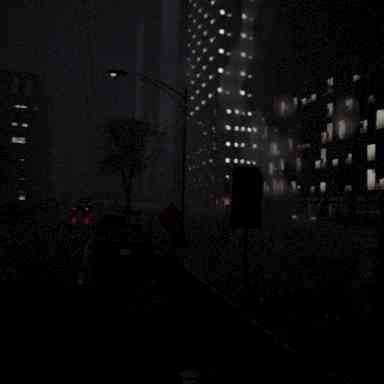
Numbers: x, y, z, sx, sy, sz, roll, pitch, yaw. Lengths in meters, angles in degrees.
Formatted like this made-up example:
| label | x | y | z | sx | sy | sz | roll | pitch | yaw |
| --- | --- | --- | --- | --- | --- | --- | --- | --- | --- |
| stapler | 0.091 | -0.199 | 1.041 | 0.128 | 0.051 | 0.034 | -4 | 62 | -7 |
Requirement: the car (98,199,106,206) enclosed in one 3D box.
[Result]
| label | x | y | z | sx | sy | sz | roll | pitch | yaw |
| --- | --- | --- | --- | --- | --- | --- | --- | --- | --- |
| car | -24.909 | 2.879 | 91.685 | 1.967 | 1.590 | 4.097 | 3 | -2 | -16 |

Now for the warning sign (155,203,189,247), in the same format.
| label | x | y | z | sx | sy | sz | roll | pitch | yaw |
| --- | --- | --- | --- | --- | --- | --- | --- | --- | --- |
| warning sign | -0.907 | 1.423 | 14.734 | 1.300 | 1.860 | 1.060 | 1 | -2 | -16 |

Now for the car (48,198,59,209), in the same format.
| label | x | y | z | sx | sy | sz | roll | pitch | yaw |
| --- | --- | --- | --- | --- | --- | --- | --- | --- | --- |
| car | -22.419 | 2.023 | 51.728 | 1.752 | 1.417 | 4.829 | 3 | -2 | -16 |

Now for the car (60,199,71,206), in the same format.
| label | x | y | z | sx | sy | sz | roll | pitch | yaw |
| --- | --- | --- | --- | --- | --- | --- | --- | --- | --- |
| car | -29.976 | 2.472 | 78.704 | 1.887 | 1.381 | 4.507 | 3 | -2 | -16 |

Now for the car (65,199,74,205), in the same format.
| label | x | y | z | sx | sy | sz | roll | pitch | yaw |
| --- | --- | --- | --- | --- | --- | --- | --- | --- | --- |
| car | -32.980 | 2.665 | 89.429 | 1.947 | 1.339 | 4.313 | 3 | -2 | -16 |

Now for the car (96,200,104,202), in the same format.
| label | x | y | z | sx | sy | sz | roll | pitch | yaw |
| --- | --- | --- | --- | --- | --- | --- | --- | --- | --- |
| car | -12.945 | 2.283 | 48.945 | 1.752 | 1.417 | 4.829 | 3 | -2 | -16 |

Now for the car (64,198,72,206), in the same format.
| label | x | y | z | sx | sy | sz | roll | pitch | yaw |
| --- | --- | --- | --- | --- | --- | --- | --- | --- | --- |
| car | -28.462 | 2.157 | 73.348 | 2.192 | 1.841 | 5.009 | 3 | -2 | -16 |

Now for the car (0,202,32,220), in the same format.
| label | x | y | z | sx | sy | sz | roll | pitch | yaw |
| --- | --- | --- | --- | --- | --- | --- | --- | --- | --- |
| car | -16.459 | 1.728 | 30.440 | 1.947 | 1.339 | 4.313 | 3 | -2 | -16 |

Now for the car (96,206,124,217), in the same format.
| label | x | y | z | sx | sy | sz | roll | pitch | yaw |
| --- | --- | --- | --- | --- | --- | --- | --- | --- | --- |
| car | -5.390 | 1.879 | 21.966 | 1.887 | 1.381 | 4.507 | 3 | -2 | -16 |

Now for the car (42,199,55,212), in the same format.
| label | x | y | z | sx | sy | sz | roll | pitch | yaw |
| --- | --- | --- | --- | --- | --- | --- | --- | --- | --- |
| car | -20.965 | 1.981 | 46.528 | 1.947 | 1.339 | 4.313 | 3 | -2 | -16 |

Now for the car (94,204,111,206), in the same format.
| label | x | y | z | sx | sy | sz | roll | pitch | yaw |
| --- | --- | --- | --- | --- | --- | --- | --- | --- | --- |
| car | -6.892 | 1.969 | 27.329 | 2.008 | 1.369 | 4.403 | 3 | -2 | -16 |

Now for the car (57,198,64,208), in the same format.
| label | x | y | z | sx | sy | sz | roll | pitch | yaw |
| --- | --- | --- | --- | --- | --- | --- | --- | --- | --- |
| car | -23.956 | 1.900 | 57.261 | 2.192 | 1.841 | 5.009 | 3 | -2 | -16 |

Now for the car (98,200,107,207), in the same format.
| label | x | y | z | sx | sy | sz | roll | pitch | yaw |
| --- | --- | --- | --- | --- | --- | --- | --- | --- | --- |
| car | -21.906 | 2.707 | 80.959 | 1.967 | 1.590 | 4.097 | 3 | -2 | -16 |

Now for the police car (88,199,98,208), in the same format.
| label | x | y | z | sx | sy | sz | roll | pitch | yaw |
| --- | --- | --- | --- | --- | --- | --- | --- | --- | --- |
| police car | -21.324 | 2.466 | 71.408 | 1.930 | 1.638 | 5.238 | 2 | -2 | -18 |

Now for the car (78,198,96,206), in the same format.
| label | x | y | z | sx | sy | sz | roll | pitch | yaw |
| --- | --- | --- | --- | --- | --- | --- | --- | --- | --- |
| car | -15.444 | 1.866 | 47.911 | 2.150 | 2.045 | 5.566 | 2 | -1 | -16 |

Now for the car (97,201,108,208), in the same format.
| label | x | y | z | sx | sy | sz | roll | pitch | yaw |
| --- | --- | --- | --- | --- | --- | --- | --- | --- | --- |
| car | -18.907 | 2.646 | 70.230 | 2.008 | 1.369 | 4.403 | 3 | -2 | -16 |

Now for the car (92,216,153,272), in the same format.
| label | x | y | z | sx | sy | sz | roll | pitch | yaw |
| --- | --- | --- | --- | --- | --- | --- | --- | --- | --- |
| car | -2.388 | 1.734 | 11.242 | 1.947 | 1.339 | 4.313 | 3 | -2 | -16 |

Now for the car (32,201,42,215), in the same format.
| label | x | y | z | sx | sy | sz | roll | pitch | yaw |
| --- | --- | --- | --- | --- | --- | --- | --- | --- | --- |
| car | -17.961 | 1.797 | 35.803 | 2.008 | 1.369 | 4.403 | 3 | -2 | -16 |

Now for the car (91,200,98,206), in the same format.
| label | x | y | z | sx | sy | sz | roll | pitch | yaw |
| --- | --- | --- | --- | --- | --- | --- | --- | --- | --- |
| car | -25.409 | 2.820 | 86.776 | 1.812 | 1.442 | 4.674 | 2 | -2 | -16 |

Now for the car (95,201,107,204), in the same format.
| label | x | y | z | sx | sy | sz | roll | pitch | yaw |
| --- | --- | --- | --- | --- | --- | --- | --- | --- | --- |
| car | -9.896 | 2.137 | 38.055 | 2.008 | 1.369 | 4.403 | 3 | -2 | -16 |

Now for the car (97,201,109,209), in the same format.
| label | x | y | z | sx | sy | sz | roll | pitch | yaw |
| --- | --- | --- | --- | --- | --- | --- | --- | --- | --- |
| car | -17.406 | 2.561 | 64.869 | 2.008 | 1.369 | 4.403 | 3 | -2 | -16 |

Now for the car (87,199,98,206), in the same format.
| label | x | y | z | sx | sy | sz | roll | pitch | yaw |
| --- | --- | --- | --- | --- | --- | --- | --- | --- | --- |
| car | -24.113 | 2.537 | 80.788 | 2.097 | 1.767 | 4.553 | 3 | -2 | -22 |

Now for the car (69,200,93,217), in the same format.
| label | x | y | z | sx | sy | sz | roll | pitch | yaw |
| --- | --- | --- | --- | --- | --- | --- | --- | --- | --- |
| car | -12.692 | 2.018 | 38.215 | 1.812 | 1.442 | 4.674 | 2 | -2 | -15 |
